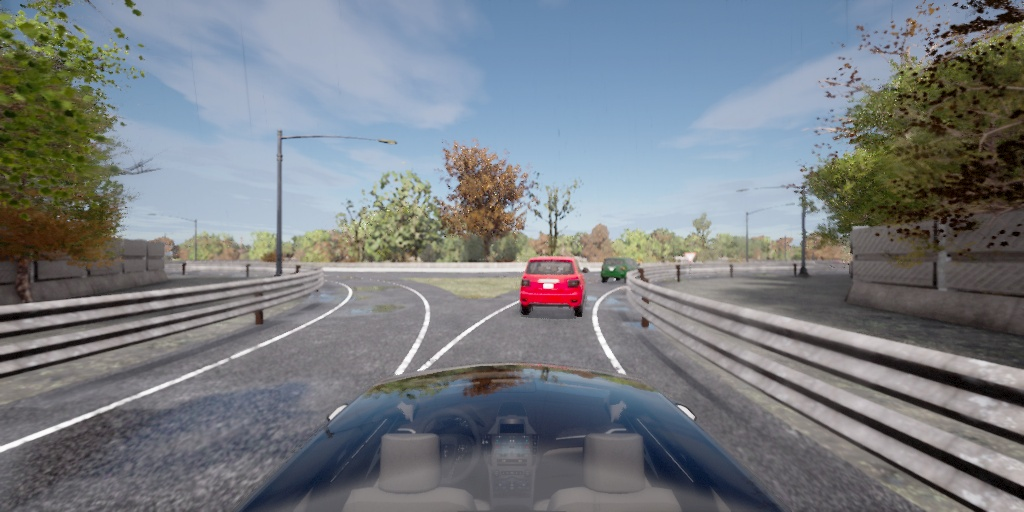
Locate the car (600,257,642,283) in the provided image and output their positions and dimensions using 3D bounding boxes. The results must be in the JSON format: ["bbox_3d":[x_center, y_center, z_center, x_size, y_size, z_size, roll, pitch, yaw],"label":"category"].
[{"bbox_3d":[9.170,1.148,29.659,2.150,2.045,5.566,0,-1,35],"label":"car"}]

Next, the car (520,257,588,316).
[{"bbox_3d":[1.762,1.053,14.145,2.150,2.045,5.566,0,0,13],"label":"car"}]
